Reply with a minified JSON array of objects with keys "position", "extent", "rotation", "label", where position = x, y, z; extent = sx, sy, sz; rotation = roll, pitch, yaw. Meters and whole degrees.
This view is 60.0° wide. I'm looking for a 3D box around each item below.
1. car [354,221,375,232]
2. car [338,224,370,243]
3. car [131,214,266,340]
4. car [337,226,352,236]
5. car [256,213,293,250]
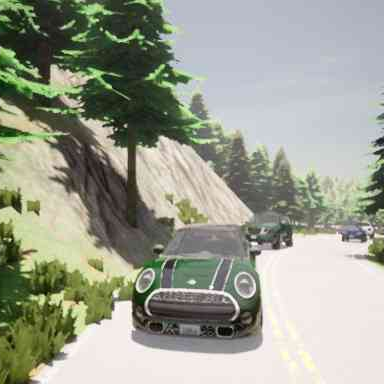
[{"position":[20.751,4.623,40.237],"extent":[2.150,2.045,5.566],"rotation":[-1,-6,31],"label":"car"},{"position":[15.342,3.976,31.404],"extent":[1.812,1.442,4.674],"rotation":[-1,-6,32],"label":"car"},{"position":[0.344,1.486,7.048],"extent":[2.097,1.767,4.553],"rotation":[0,-2,10],"label":"car"},{"position":[24.586,6.183,53.420],"extent":[1.812,1.442,4.674],"rotation":[0,-6,29],"label":"car"},{"position":[4.570,2.282,19.995],"extent":[2.150,2.045,5.566],"rotation":[-1,-5,28],"label":"car"}]
